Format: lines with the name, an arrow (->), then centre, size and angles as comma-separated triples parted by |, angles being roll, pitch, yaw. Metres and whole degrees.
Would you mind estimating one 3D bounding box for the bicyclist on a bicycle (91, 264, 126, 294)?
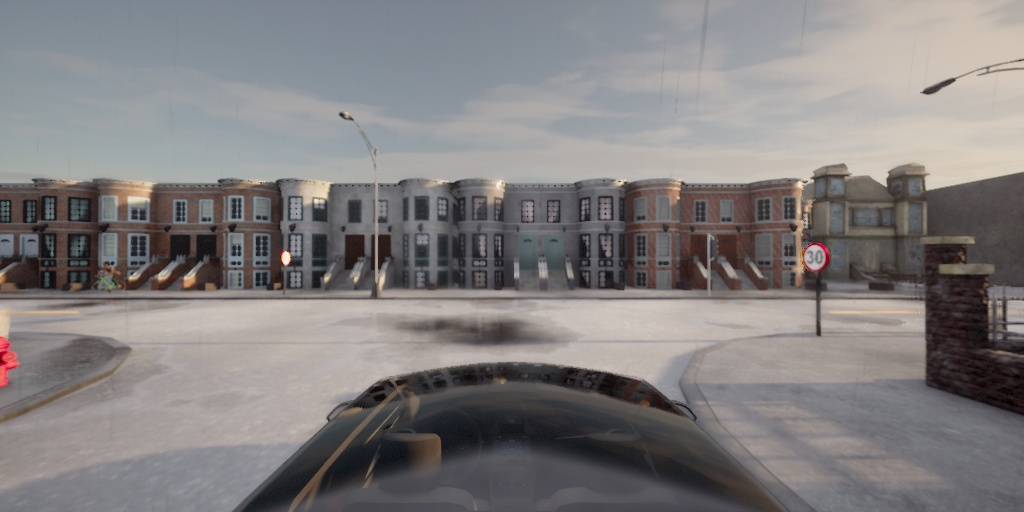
bicyclist on a bicycle -> -21.813, 1.232, 19.419 | 0.582, 1.620, 1.656 | 0, 0, 0
